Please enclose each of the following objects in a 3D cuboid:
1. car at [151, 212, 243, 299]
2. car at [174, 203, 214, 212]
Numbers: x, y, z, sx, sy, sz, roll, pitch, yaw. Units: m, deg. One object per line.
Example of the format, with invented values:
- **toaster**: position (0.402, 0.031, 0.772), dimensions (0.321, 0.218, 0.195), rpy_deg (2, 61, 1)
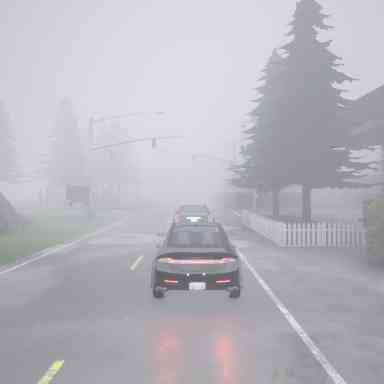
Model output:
- **car**: position (0.094, 1.492, 8.460), dimensions (2.128, 1.511, 4.902), rpy_deg (0, 0, 0)
- **car**: position (0.088, 1.352, 17.613), dimensions (2.097, 1.767, 4.553), rpy_deg (0, 0, 0)
